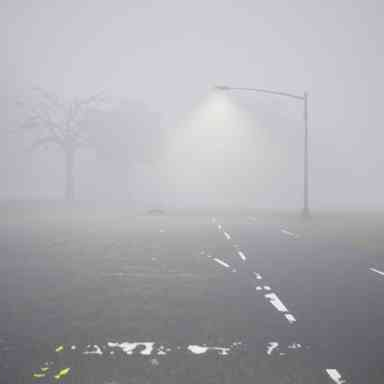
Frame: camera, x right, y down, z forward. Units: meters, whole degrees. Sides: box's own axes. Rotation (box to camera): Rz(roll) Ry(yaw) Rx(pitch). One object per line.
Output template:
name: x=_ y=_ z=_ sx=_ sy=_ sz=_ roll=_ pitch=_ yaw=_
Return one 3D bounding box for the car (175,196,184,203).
car: x=-2.932 y=1.731 z=80.247 sx=1.882 sy=1.535 sz=5.008 roll=0 pitch=0 yaw=4

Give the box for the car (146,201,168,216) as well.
car: x=-3.467 y=1.609 z=33.816 sx=2.033 sy=1.411 sz=5.357 roll=0 pitch=0 yaw=0
